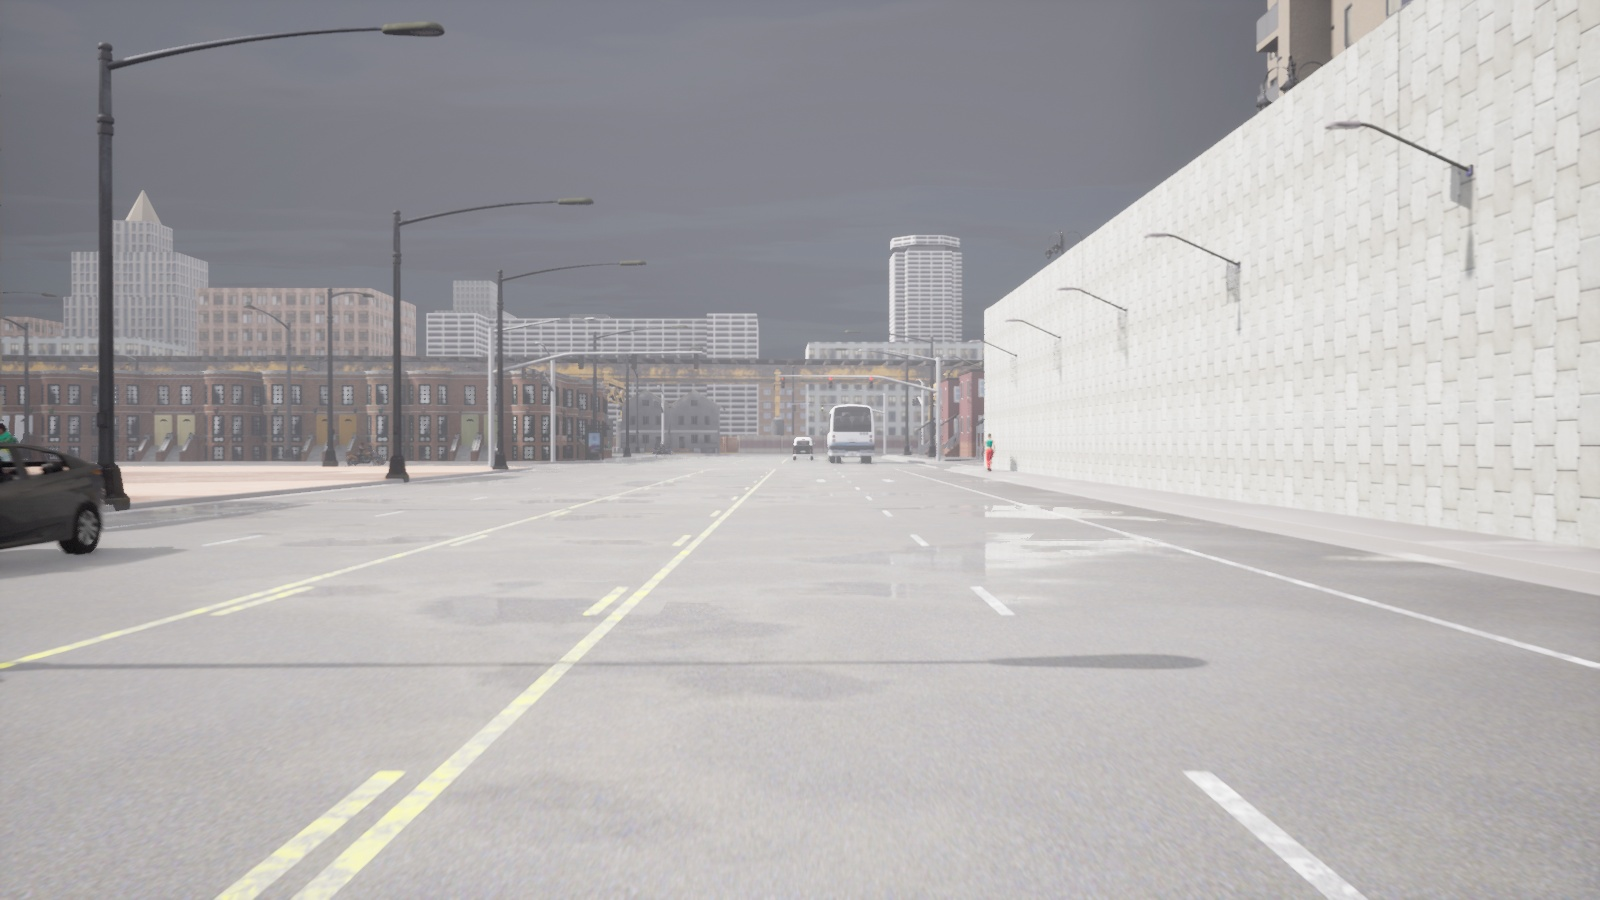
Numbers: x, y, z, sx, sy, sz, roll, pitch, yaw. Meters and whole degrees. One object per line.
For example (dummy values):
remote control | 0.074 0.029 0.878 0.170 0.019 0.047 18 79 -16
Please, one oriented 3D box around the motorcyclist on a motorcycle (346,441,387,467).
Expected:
motorcyclist on a motorcycle | -27.822 0.248 80.613 2.350 1.649 0.766 0 0 0

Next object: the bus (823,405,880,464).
bus | 3.793 -1.134 95.552 3.944 4.253 10.273 0 0 0

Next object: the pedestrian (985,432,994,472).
pedestrian | 8.924 0.095 59.018 0.345 1.836 0.594 0 0 1

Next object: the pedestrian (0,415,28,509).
pedestrian | -16.851 0.248 26.438 0.659 1.952 0.873 0 0 -3

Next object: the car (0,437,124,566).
car | -10.461 0.604 15.373 2.007 1.525 4.514 0 0 -1
